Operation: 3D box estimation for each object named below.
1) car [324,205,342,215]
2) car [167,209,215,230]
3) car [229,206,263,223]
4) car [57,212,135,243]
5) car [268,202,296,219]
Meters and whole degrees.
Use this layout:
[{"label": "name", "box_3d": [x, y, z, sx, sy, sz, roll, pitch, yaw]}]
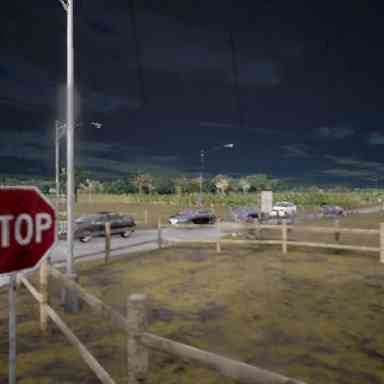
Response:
[{"label": "car", "box_3d": [23.117, 2.925, 54.429, 2.097, 1.767, 4.553, 0, -1, 35]}, {"label": "car", "box_3d": [0.035, 2.119, 26.697, 2.128, 1.511, 4.902, 0, -1, 35]}, {"label": "car", "box_3d": [5.664, 2.209, 34.703, 2.097, 1.767, 4.553, 0, -1, 35]}, {"label": "car", "box_3d": [-5.383, 1.929, 18.987, 1.837, 1.490, 4.892, 0, -1, 35]}, {"label": "car", "box_3d": [11.741, 2.348, 43.280, 2.150, 2.045, 5.566, 0, -1, 36]}]
